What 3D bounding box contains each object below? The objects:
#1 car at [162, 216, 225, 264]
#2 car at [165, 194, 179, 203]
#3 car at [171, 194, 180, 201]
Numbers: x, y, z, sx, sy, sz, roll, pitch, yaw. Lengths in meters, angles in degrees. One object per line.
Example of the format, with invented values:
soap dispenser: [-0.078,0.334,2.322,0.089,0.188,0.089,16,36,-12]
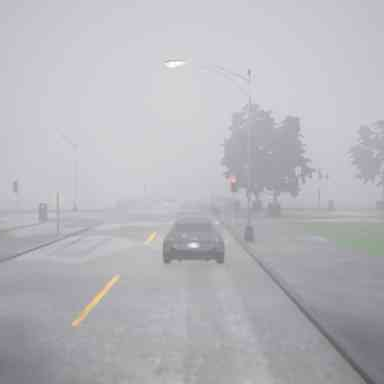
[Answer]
car: [0.063,1.541,11.774,1.994,1.385,4.181,0,0,0]
car: [-4.004,1.445,63.370,1.994,1.385,4.181,0,0,1]
car: [-3.975,1.326,78.841,1.882,1.535,5.008,0,0,0]
